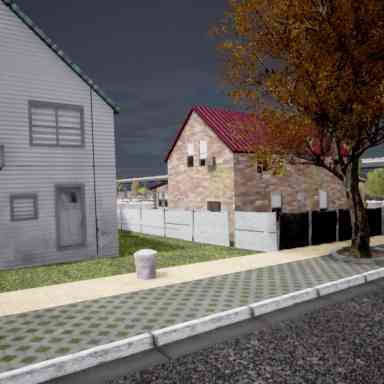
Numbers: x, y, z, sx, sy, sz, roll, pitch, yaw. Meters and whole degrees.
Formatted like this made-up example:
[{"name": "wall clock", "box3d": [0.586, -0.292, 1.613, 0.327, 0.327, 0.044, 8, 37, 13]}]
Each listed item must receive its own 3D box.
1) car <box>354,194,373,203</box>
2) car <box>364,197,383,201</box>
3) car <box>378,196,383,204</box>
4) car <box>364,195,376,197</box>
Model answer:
[{"name": "car", "box3d": [38.557, 1.438, 74.903, 2.097, 1.767, 4.553, -2, 0, 0]}, {"name": "car", "box3d": [28.559, 1.920, 53.548, 1.994, 1.385, 4.181, -2, 0, 1]}, {"name": "car", "box3d": [38.473, 1.598, 64.501, 1.837, 1.490, 4.892, -2, 0, 0]}, {"name": "car", "box3d": [35.223, 1.575, 64.815, 2.097, 1.767, 4.553, -2, 0, 0]}]
